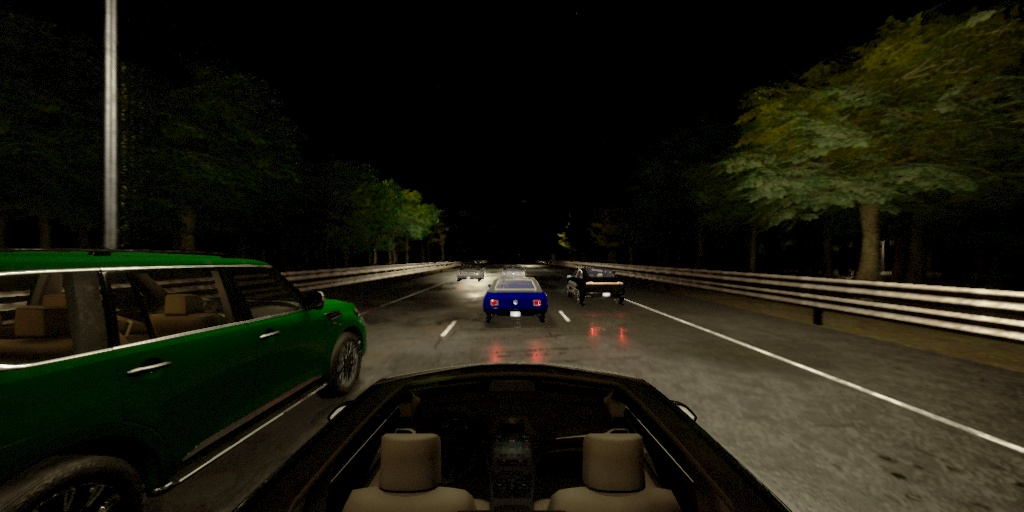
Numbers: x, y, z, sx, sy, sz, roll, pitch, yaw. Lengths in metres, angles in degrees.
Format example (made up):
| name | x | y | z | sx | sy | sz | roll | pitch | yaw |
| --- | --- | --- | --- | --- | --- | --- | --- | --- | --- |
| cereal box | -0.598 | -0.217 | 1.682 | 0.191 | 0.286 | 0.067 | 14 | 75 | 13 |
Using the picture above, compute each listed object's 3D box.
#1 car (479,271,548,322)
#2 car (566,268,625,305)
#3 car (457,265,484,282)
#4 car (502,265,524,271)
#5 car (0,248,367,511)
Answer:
| name | x | y | z | sx | sy | sz | roll | pitch | yaw |
| --- | --- | --- | --- | --- | --- | --- | --- | --- | --- |
| car | 0.104 | 1.367 | 12.416 | 1.895 | 1.301 | 4.718 | 0 | 0 | 0 |
| car | 3.605 | 1.268 | 16.111 | 2.128 | 1.511 | 4.902 | 0 | 0 | 0 |
| car | -3.398 | 1.424 | 30.211 | 1.895 | 1.301 | 4.718 | 0 | 0 | 0 |
| car | 0.109 | 1.423 | 30.140 | 1.895 | 1.301 | 4.718 | 0 | 0 | 0 |
| car | -3.401 | 0.973 | 3.391 | 2.150 | 2.045 | 5.566 | 0 | 0 | 0 |
